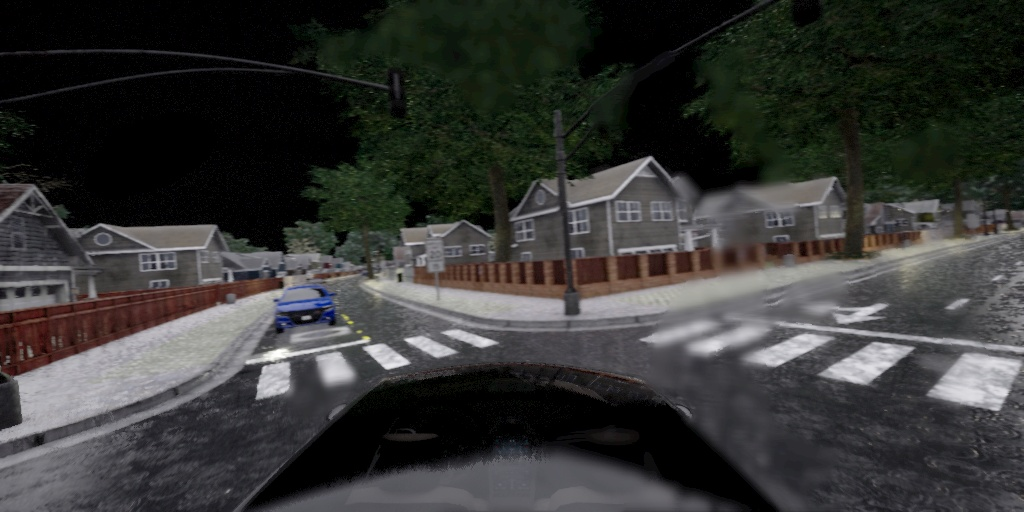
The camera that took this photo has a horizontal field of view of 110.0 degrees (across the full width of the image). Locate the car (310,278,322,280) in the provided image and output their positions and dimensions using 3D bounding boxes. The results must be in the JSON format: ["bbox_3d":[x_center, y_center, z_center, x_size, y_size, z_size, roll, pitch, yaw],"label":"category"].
[{"bbox_3d":[-19.474,2.945,35.693,1.994,1.385,4.181,-5,0,-26],"label":"car"}]

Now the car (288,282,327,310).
[{"bbox_3d":[-13.036,2.447,23.002,1.895,1.301,4.718,-5,0,-28],"label":"car"}]

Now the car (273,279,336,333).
[{"bbox_3d":[-8.220,1.927,14.317,1.882,1.535,5.008,-5,0,-30],"label":"car"}]
